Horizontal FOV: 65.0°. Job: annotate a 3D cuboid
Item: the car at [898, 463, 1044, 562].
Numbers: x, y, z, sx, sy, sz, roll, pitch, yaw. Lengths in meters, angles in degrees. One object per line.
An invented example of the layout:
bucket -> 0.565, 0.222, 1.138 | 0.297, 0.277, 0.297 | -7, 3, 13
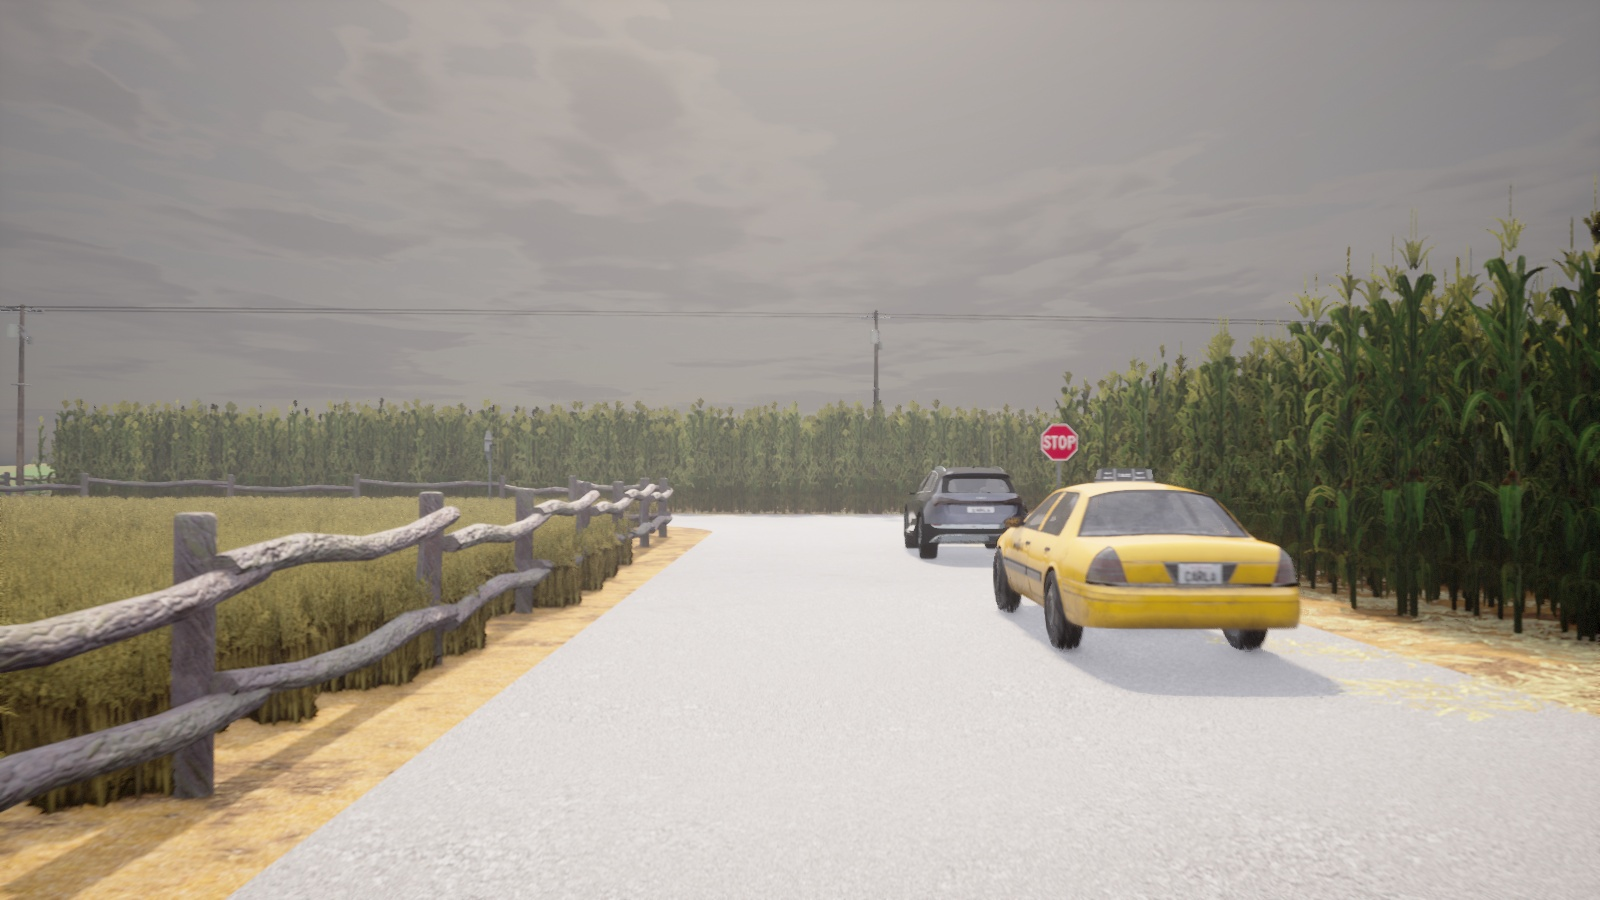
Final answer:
car -> 3.046, 1.085, 23.444 | 2.033, 1.649, 4.856 | 0, -1, 0

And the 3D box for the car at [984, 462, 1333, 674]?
car -> 3.072, 0.922, 12.066 | 1.801, 1.575, 5.366 | 0, -1, 0
